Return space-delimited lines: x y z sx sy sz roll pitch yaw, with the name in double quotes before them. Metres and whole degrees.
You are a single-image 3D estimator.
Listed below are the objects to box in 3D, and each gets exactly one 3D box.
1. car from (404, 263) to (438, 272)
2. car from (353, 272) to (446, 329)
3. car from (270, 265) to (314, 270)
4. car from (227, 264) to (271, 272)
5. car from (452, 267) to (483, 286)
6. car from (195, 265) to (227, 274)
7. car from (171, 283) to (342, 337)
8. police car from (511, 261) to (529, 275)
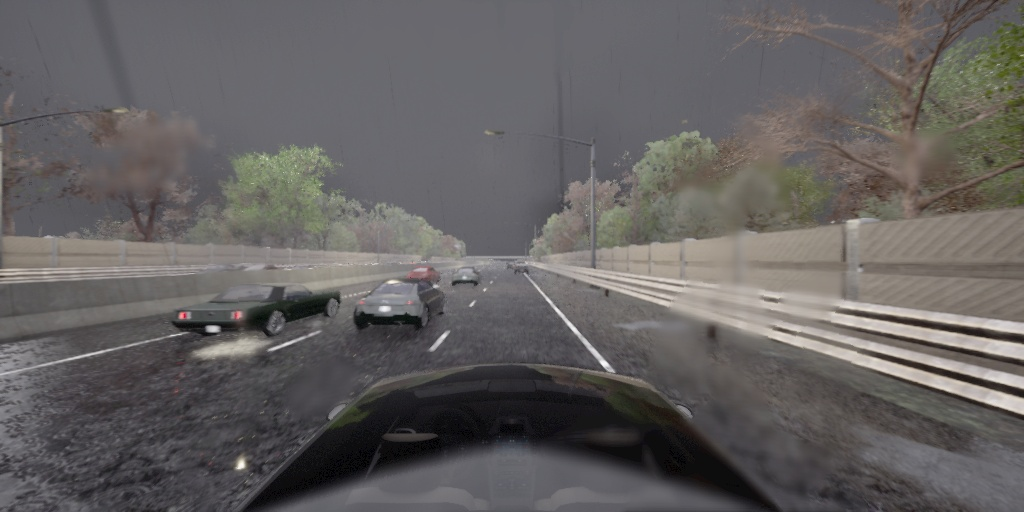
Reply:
"car" -6.894 1.498 28.255 1.812 1.442 4.674 0 0 0
"car" -3.398 1.397 11.589 1.994 1.385 4.181 0 0 0
"car" -17.582 1.550 29.961 1.994 1.385 4.181 0 0 0
"car" -21.082 1.515 30.230 1.812 1.442 4.674 0 0 0
"car" -3.394 1.531 27.662 1.994 1.385 4.181 0 0 0
"car" -24.579 1.485 30.744 2.128 1.511 4.902 0 -1 0
"car" -6.898 1.425 10.512 1.895 1.301 4.718 0 0 0
"police car" 1.232 1.570 47.129 1.930 1.638 5.238 0 -1 0
